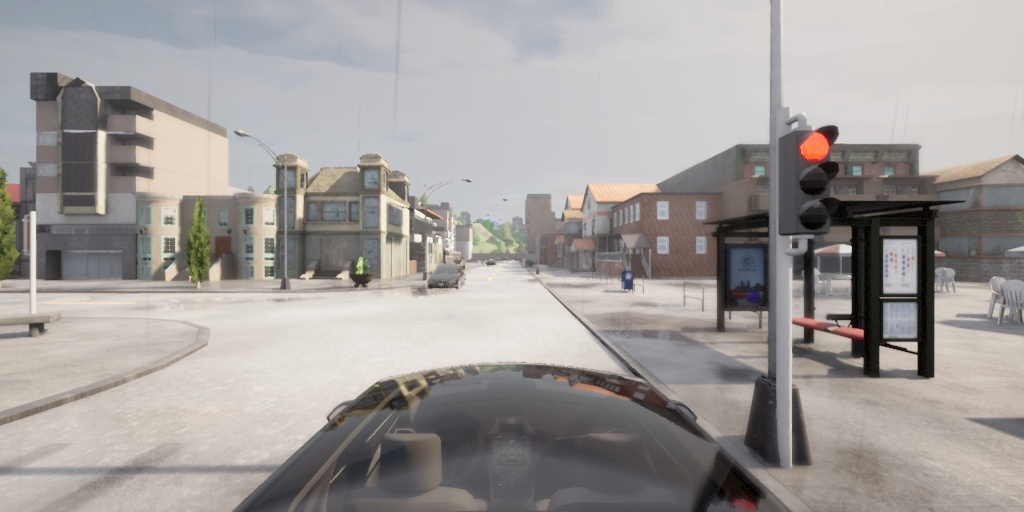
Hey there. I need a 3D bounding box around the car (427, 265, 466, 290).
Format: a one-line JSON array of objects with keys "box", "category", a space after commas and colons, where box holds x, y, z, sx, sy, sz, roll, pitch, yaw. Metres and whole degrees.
[{"box": [-4.002, 1.326, 22.580, 1.837, 1.490, 4.892, 0, 1, 0], "category": "car"}]

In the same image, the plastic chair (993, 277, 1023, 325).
[{"box": [13.899, 1.278, 9.665, 0.730, 1.272, 0.750, 0, 0, 0], "category": "plastic chair"}]

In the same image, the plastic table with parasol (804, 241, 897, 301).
[{"box": [15.919, 0.673, 17.345, 2.482, 2.480, 2.482, 0, 0, 0], "category": "plastic table with parasol"}]

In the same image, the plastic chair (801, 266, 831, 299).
[{"box": [14.699, 1.277, 17.465, 0.730, 1.272, 0.750, 0, 0, 0], "category": "plastic chair"}]

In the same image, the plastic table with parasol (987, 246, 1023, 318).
[{"box": [15.169, 0.674, 9.525, 2.482, 2.480, 2.482, 0, 0, 0], "category": "plastic table with parasol"}]

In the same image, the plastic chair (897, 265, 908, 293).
[{"box": [21.331, 1.277, 20.161, 0.730, 1.272, 0.750, 0, 0, -1], "category": "plastic chair"}]

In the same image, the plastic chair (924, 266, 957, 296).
[{"box": [22.499, 1.277, 18.765, 0.750, 1.272, 0.730, 0, 0, 0], "category": "plastic chair"}]

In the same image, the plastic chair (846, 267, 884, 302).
[{"box": [15.799, 1.277, 16.065, 0.750, 1.272, 0.730, 0, 0, 0], "category": "plastic chair"}]

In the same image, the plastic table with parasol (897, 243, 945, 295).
[{"box": [22.509, 0.673, 20.235, 2.482, 2.480, 2.482, 0, 0, 0], "category": "plastic table with parasol"}]
